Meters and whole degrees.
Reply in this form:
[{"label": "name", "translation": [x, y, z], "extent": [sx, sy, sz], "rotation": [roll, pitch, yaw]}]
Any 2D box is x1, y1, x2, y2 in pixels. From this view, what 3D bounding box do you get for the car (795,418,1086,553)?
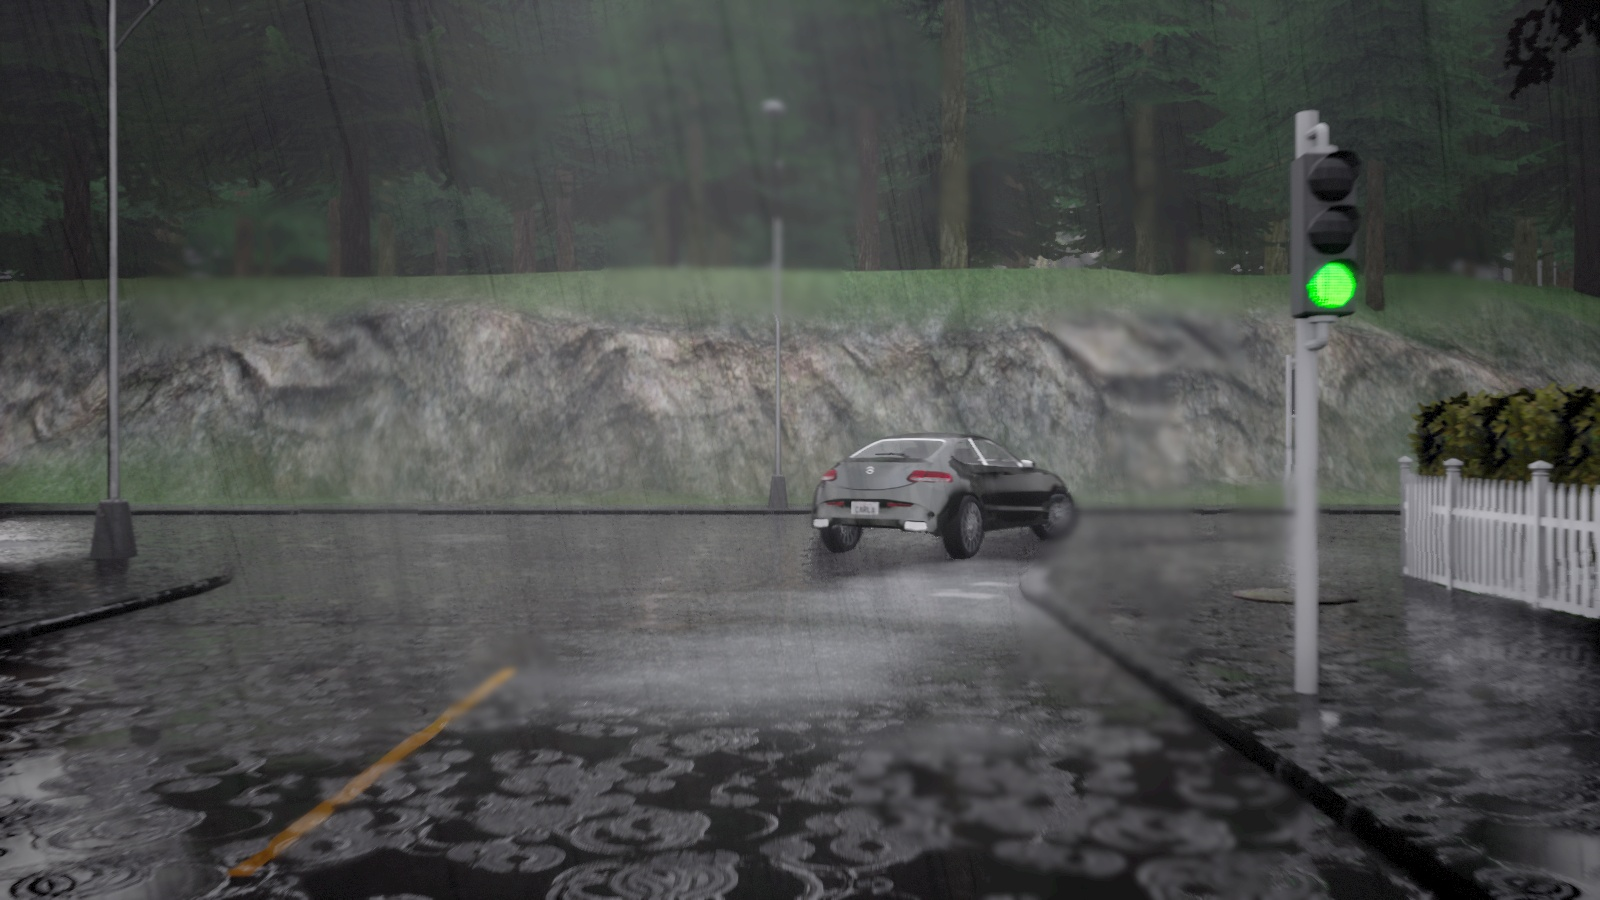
[{"label": "car", "translation": [2.196, 0.425, 17.999], "extent": [2.152, 1.651, 5.027], "rotation": [0, 0, 32]}]
